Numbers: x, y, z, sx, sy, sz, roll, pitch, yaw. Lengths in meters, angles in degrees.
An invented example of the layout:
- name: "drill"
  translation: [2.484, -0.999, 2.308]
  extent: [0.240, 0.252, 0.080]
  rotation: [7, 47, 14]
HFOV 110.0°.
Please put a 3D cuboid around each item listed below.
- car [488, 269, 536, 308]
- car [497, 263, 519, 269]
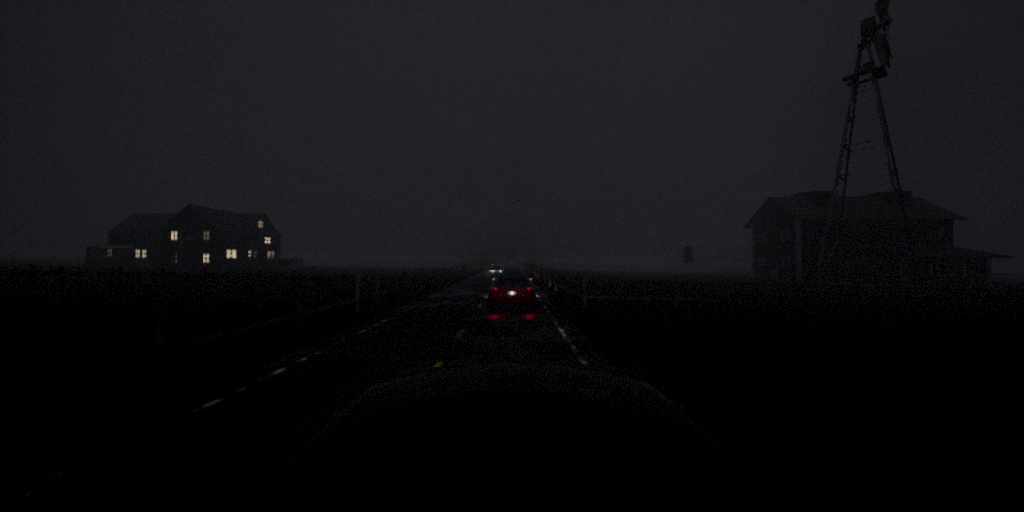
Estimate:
- name: "car"
  translation: [0.007, 1.451, 16.139]
  extent: [1.994, 1.385, 4.181]
  rotation: [0, 0, 0]
- name: "car"
  translation: [0.008, 1.596, 31.155]
  extent: [1.994, 1.385, 4.181]
  rotation: [0, -1, 0]
